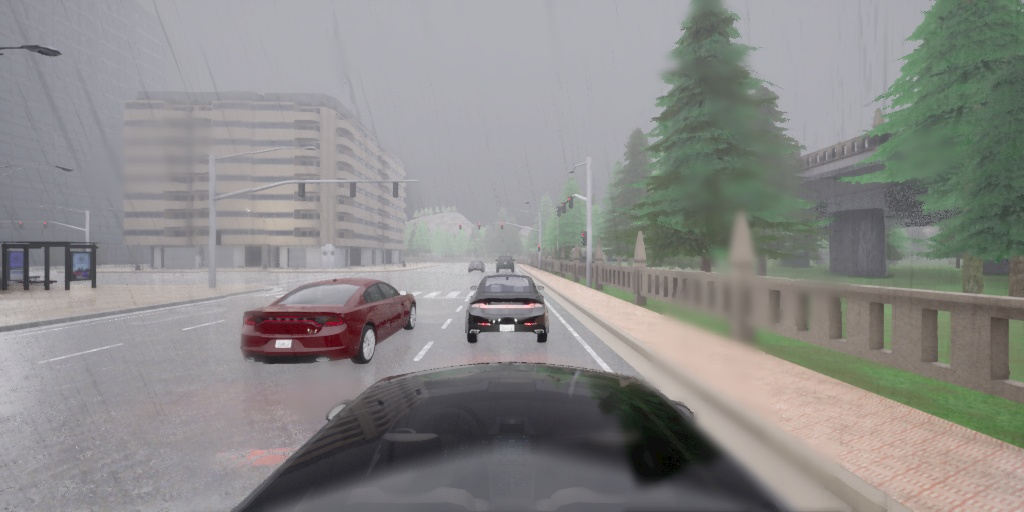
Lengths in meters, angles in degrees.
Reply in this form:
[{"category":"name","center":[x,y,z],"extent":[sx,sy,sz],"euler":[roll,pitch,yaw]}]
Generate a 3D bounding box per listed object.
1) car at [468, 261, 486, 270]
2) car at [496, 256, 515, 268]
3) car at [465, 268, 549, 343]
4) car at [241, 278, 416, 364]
[{"category":"car","center":[-4.361,1.298,44.584],"extent":[2.033,1.411,5.357],"euler":[0,0,-1]},{"category":"car","center":[-0.851,0.971,44.714],"extent":[2.150,2.045,5.566],"euler":[0,0,-1]},{"category":"car","center":[-0.128,1.242,9.667],"extent":[2.128,1.511,4.902],"euler":[0,0,-1]},{"category":"car","center":[-3.596,1.228,8.105],"extent":[1.882,1.535,5.008],"euler":[0,0,0]}]
